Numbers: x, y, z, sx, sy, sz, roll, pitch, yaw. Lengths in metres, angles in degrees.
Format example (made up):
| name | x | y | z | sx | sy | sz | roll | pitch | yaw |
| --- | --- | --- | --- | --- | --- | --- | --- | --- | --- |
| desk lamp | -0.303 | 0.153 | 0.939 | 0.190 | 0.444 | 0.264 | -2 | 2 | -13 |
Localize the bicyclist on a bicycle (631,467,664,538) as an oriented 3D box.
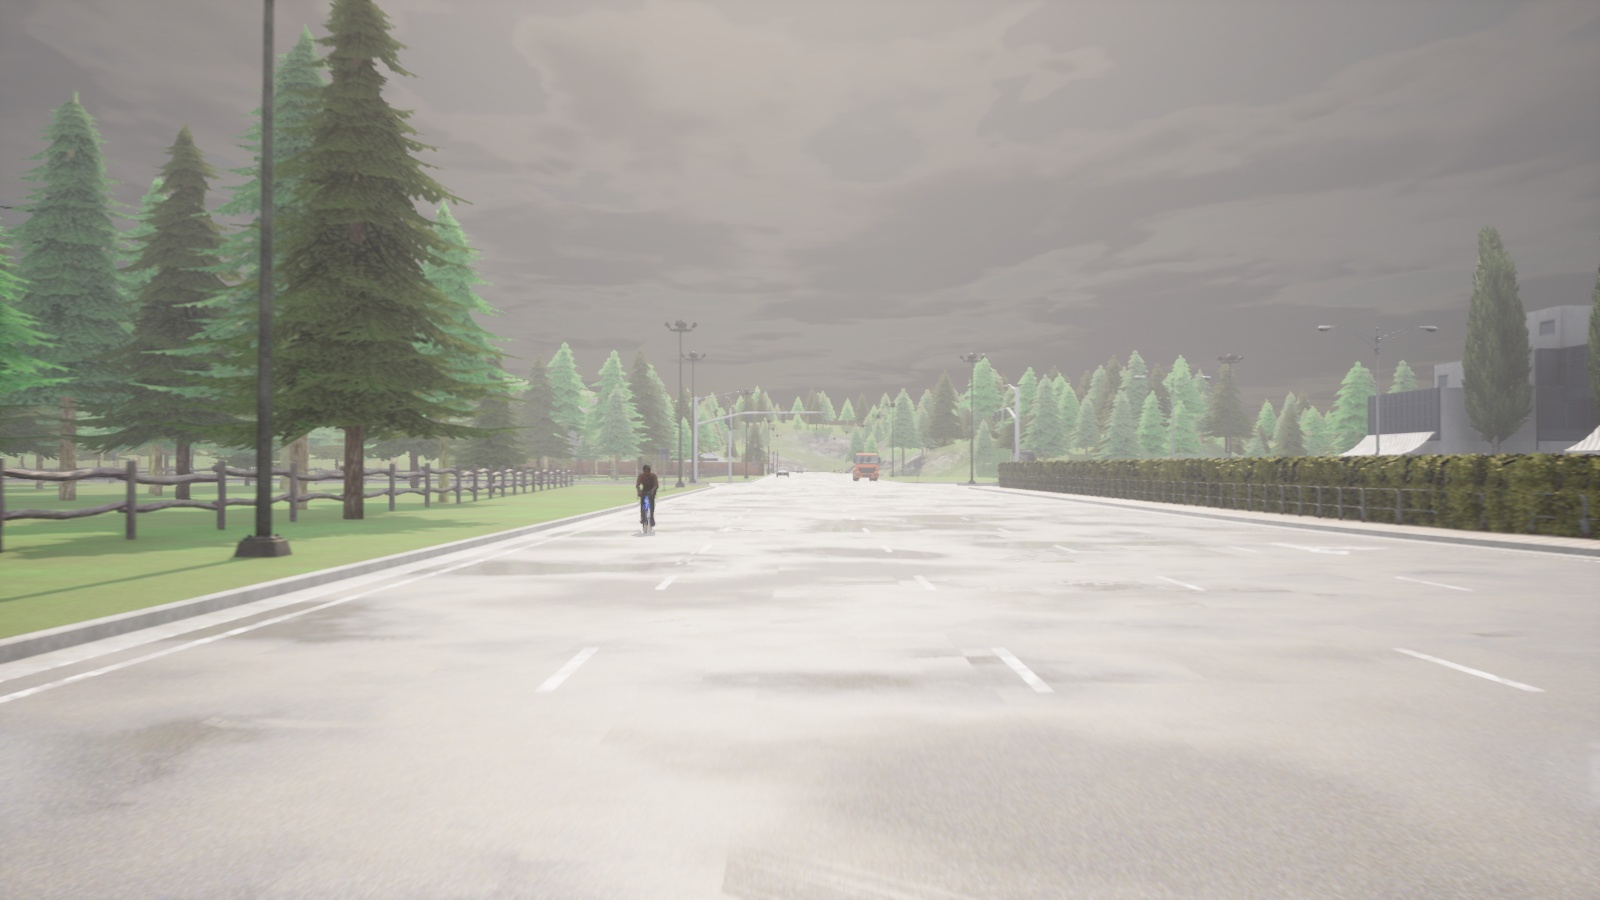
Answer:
| name | x | y | z | sx | sy | sz | roll | pitch | yaw |
| --- | --- | --- | --- | --- | --- | --- | --- | --- | --- |
| bicyclist on a bicycle | -3.571 | 1.206 | 29.553 | 0.582 | 1.620 | 1.656 | 0 | 0 | 0 |
